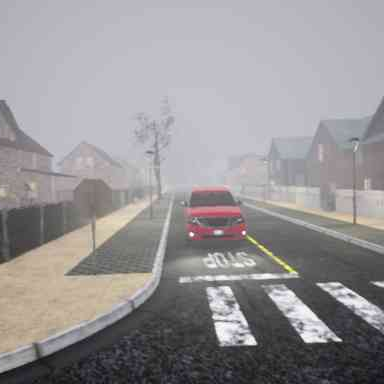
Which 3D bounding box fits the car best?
[{"bbox_3d":[0.764,0.848,14.043,2.150,2.045,5.566,-1,4,-3],"label":"car"}]
